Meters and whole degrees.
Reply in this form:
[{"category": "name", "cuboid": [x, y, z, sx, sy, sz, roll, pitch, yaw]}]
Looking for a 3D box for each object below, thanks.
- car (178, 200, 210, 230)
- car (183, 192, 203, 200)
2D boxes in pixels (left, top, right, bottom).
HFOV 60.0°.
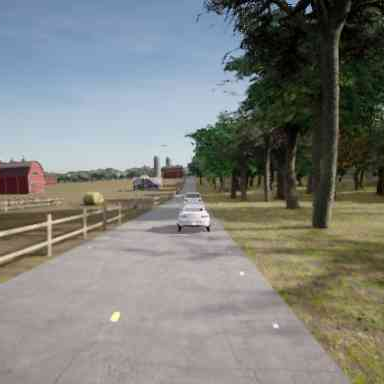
[{"category": "car", "cuboid": [0.105, 1.474, 20.408, 1.812, 1.442, 4.674, 0, 0, 0]}, {"category": "car", "cuboid": [0.107, 1.057, 39.836, 2.150, 2.045, 5.566, 0, 0, 0]}]
